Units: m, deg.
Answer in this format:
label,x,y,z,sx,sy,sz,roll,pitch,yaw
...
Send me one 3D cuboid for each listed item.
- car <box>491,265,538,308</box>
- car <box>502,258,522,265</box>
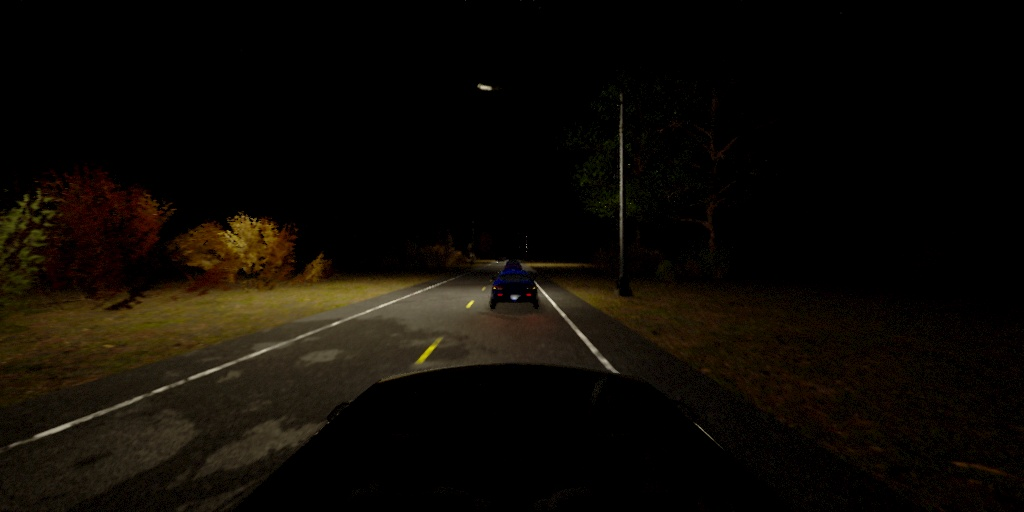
label,x,y,z,sx,sy,sz,roll,pitch,yaw
car,0.093,1.292,15.163,1.812,1.442,4.674,0,0,0
car,0.109,1.257,40.793,1.882,1.535,5.008,0,0,0
